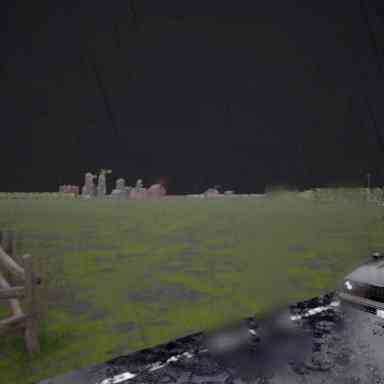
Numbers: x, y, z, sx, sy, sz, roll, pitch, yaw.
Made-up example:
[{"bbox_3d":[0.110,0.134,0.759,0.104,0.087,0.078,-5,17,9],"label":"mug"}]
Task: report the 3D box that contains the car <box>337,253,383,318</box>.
[{"bbox_3d":[5.237,1.557,6.804,5.357,1.411,2.033,0,0,-35],"label":"car"}]
